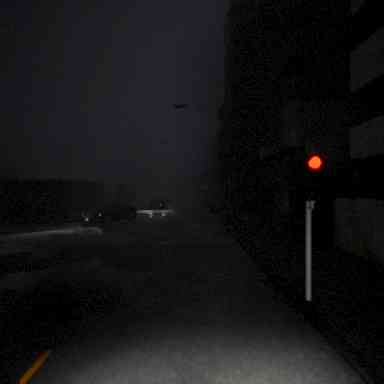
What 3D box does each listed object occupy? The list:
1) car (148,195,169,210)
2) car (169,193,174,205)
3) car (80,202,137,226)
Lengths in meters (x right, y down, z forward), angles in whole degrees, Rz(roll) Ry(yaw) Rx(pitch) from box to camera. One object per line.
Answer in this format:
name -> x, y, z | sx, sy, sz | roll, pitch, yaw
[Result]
car -> -4.171, 1.424, 40.814 | 1.837, 1.490, 4.892 | 0, 0, 0
car -> -4.112, 1.345, 57.210 | 1.882, 1.535, 5.008 | 0, 0, 0
car -> -5.644, 1.447, 23.062 | 2.128, 1.511, 4.902 | 0, 0, 22
